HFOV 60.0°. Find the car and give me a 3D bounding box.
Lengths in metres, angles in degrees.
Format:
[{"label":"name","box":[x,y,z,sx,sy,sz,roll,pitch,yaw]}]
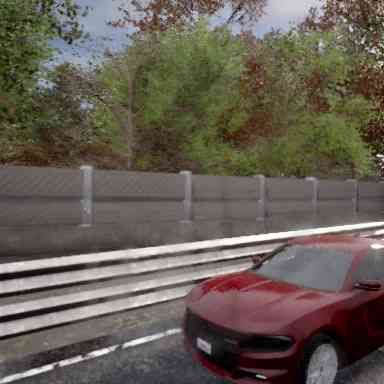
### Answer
[{"label":"car","box":[2.173,1.466,5.226,5.008,1.535,1.882,0,0,-35]}]
